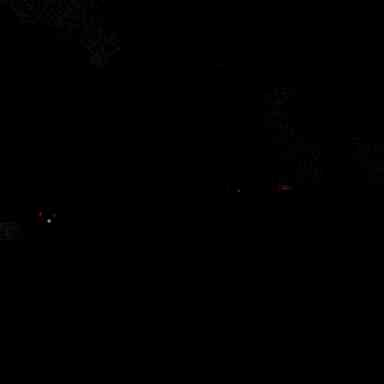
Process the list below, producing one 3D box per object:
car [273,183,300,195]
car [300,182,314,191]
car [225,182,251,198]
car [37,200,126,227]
[{"bbox_3d":[12.137,-0.388,43.625,1.812,1.442,4.674,0,3,35],"label":"car"},{"bbox_3d":[17.758,-0.857,52.267,2.033,1.411,5.357,0,3,32],"label":"car"},{"bbox_3d":[5.824,-0.252,40.107,2.097,1.767,4.553,0,3,36],"label":"car"},{"bbox_3d":[-5.985,1.092,18.722,1.895,1.301,4.718,0,3,36],"label":"car"}]
